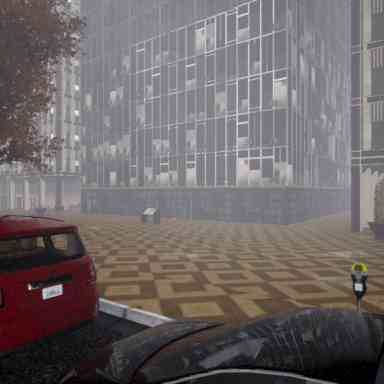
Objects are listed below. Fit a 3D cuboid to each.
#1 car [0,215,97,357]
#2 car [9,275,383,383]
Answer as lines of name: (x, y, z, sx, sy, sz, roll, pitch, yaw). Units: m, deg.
car: (-3.665, 1.315, 5.501, 5.009, 1.841, 2.192, 0, 0, 36)
car: (0.827, 1.566, 2.287, 4.313, 1.339, 1.947, 0, 0, 36)
